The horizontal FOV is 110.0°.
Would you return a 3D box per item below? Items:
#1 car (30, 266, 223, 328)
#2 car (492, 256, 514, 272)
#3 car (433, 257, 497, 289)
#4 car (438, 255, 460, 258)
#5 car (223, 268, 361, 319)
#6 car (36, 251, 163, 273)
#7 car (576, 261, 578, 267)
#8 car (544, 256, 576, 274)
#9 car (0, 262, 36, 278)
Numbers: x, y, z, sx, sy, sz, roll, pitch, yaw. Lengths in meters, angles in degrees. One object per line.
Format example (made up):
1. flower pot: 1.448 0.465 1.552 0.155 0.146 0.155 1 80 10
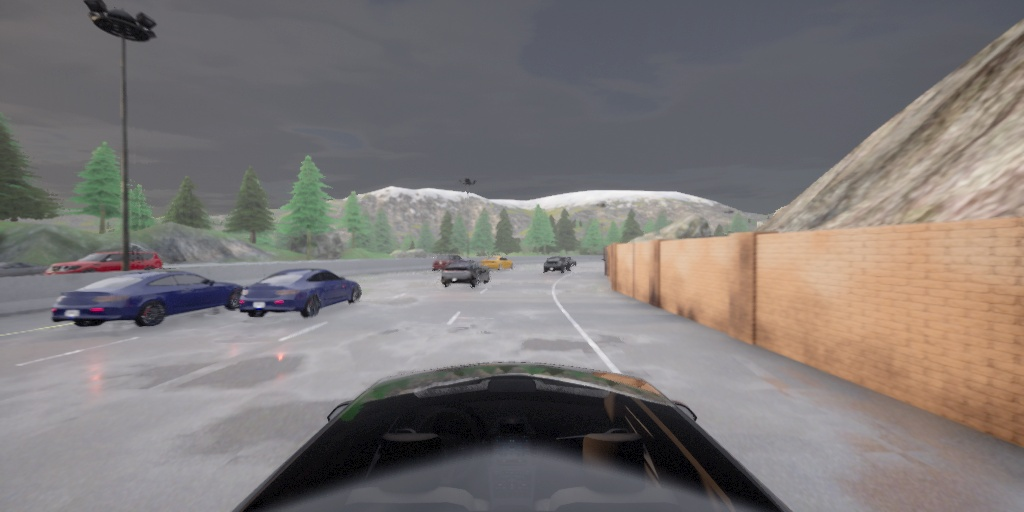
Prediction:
1. car: -10.382 1.155 10.787 1.812 1.442 4.674 0 1 0
2. car: -1.444 0.756 37.377 1.882 1.535 5.008 0 1 23
3. car: -2.558 0.988 20.876 2.128 1.511 4.902 0 1 10
4. car: -5.902 0.651 35.737 2.097 1.767 4.553 1 1 22
5. car: -6.856 1.138 12.096 1.812 1.442 4.674 0 1 1
6. car: -27.143 0.711 24.267 2.150 2.045 5.566 0 1 8
7. car: 6.656 0.699 45.302 1.812 1.442 4.674 0 1 33
8. car: 4.334 0.834 33.647 1.837 1.490 4.892 -1 1 21
9. car: -30.903 1.046 21.884 1.994 1.385 4.181 0 1 6
